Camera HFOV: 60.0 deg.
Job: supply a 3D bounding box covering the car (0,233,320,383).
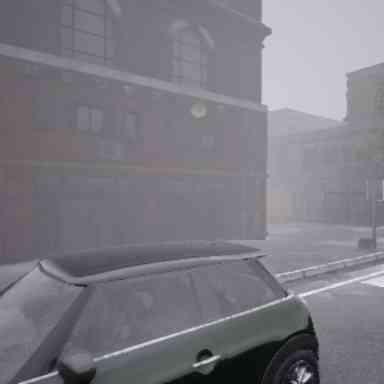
[{"bbox_3d":[-0.905,1.358,3.041,4.553,1.767,2.097,0,0,-35],"label":"car"}]
